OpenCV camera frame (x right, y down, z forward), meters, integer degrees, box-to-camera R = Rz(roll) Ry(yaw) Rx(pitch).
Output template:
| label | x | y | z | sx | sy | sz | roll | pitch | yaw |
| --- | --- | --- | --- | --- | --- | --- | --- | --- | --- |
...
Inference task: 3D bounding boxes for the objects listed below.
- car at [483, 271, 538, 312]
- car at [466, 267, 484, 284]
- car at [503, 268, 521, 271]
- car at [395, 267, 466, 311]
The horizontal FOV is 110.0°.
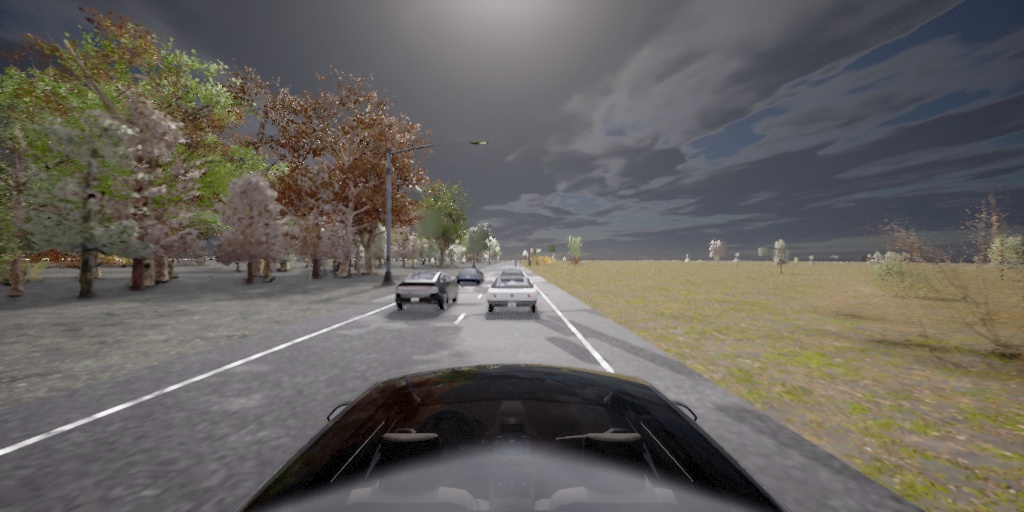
| label | x | y | z | sx | sy | sz | roll | pitch | yaw |
| --- | --- | --- | --- | --- | --- | --- | --- | --- | --- |
| car | 0.021 | 1.492 | 15.117 | 1.895 | 1.301 | 4.718 | 0 | -1 | 0 |
| car | -3.474 | 1.616 | 30.293 | 1.994 | 1.385 | 4.181 | 0 | -1 | 1 |
| car | 0.023 | 1.651 | 30.116 | 1.895 | 1.301 | 4.718 | 0 | -1 | 1 |
| car | -3.475 | 1.387 | 15.362 | 2.128 | 1.511 | 4.902 | 0 | 0 | 1 |
